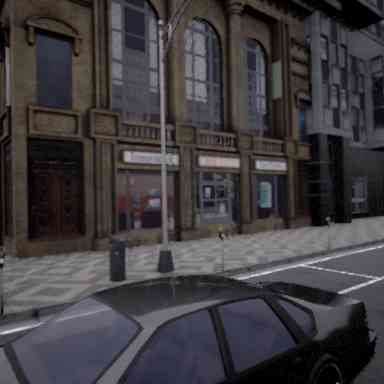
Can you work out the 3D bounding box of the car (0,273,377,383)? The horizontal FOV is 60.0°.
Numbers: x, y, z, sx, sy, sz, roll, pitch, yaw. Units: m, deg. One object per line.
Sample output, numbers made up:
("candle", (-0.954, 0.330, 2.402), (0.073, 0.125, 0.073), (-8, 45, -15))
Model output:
("car", (-0.277, 1.627, 3.162), (5.357, 1.411, 2.033), (0, -1, -37))
